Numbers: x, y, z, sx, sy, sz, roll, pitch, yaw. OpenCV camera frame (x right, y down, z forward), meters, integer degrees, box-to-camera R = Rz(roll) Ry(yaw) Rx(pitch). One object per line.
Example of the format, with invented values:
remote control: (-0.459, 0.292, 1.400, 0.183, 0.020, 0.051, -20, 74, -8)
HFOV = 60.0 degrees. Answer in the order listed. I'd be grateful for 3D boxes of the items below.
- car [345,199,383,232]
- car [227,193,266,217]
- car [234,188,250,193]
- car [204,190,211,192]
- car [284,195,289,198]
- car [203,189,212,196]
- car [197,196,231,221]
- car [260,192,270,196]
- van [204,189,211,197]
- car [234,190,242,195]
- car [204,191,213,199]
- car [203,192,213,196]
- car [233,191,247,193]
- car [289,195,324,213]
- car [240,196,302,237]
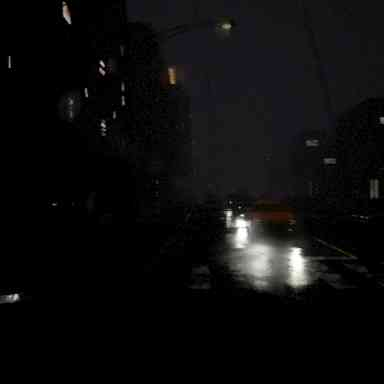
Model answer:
car: (9.508, 1.064, 17.128, 1.967, 1.590, 4.097, -1, 1, 2)
car: (4.105, 1.074, 26.200, 2.128, 1.511, 4.902, -1, 1, 2)
car: (8.550, 0.351, 56.010, 2.150, 2.045, 5.566, -1, 1, 2)
car: (2.571, 0.801, 51.449, 1.752, 1.417, 4.829, -1, 1, 2)
car: (10.231, 0.938, 34.204, 2.008, 1.369, 4.403, -1, 1, 2)
car: (4.013, 0.145, 85.761, 2.192, 1.841, 5.009, -1, 1, 2)
car: (1.378, 1.214, 23.164, 2.008, 1.369, 4.403, -1, 1, 2)
car: (10.952, 0.705, 51.277, 2.008, 1.369, 4.403, -1, 1, 2)
van: (3.774, 0.243, 80.072, 1.690, 1.788, 3.998, -1, 1, 2)
car: (12.632, 0.221, 91.115, 1.802, 1.307, 4.206, -1, 1, 2)
car: (3.291, 0.576, 68.522, 1.752, 1.417, 4.829, -1, 1, 2)
car: (1.859, 1.056, 34.546, 2.008, 1.369, 4.403, -1, 1, 2)
car: (4.553, 0.944, 36.595, 1.837, 1.490, 4.892, -1, 1, 2)
car: (9.991, 1.048, 28.513, 1.802, 1.307, 4.206, -1, 1, 2)
car: (3.697, 1.198, 16.386, 1.882, 1.535, 5.008, -1, 1, 4)
